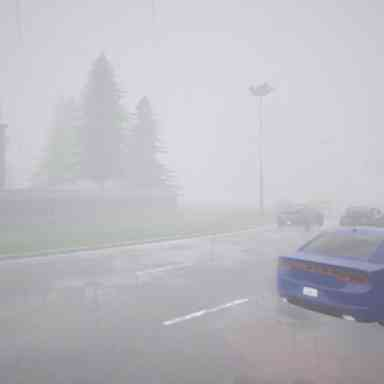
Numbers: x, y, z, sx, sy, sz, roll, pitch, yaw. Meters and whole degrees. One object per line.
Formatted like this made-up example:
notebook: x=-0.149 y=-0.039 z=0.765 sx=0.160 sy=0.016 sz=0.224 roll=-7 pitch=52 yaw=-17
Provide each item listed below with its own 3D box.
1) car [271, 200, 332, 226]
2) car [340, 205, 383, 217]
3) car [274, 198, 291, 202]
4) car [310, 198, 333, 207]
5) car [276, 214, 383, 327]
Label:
car: x=6.766 y=1.499 z=20.477 sx=2.128 sy=1.511 sz=4.902 roll=0 pitch=0 yaw=35
car: x=9.395 y=1.489 z=18.176 sx=1.837 sy=1.490 sz=4.892 roll=1 pitch=1 yaw=35
car: x=11.993 y=1.557 z=43.781 sx=1.812 sy=1.442 sz=4.674 roll=0 pitch=0 yaw=-8
car: x=15.724 y=1.477 z=41.658 sx=1.882 sy=1.535 sz=5.008 roll=0 pitch=0 yaw=-3
car: x=3.824 y=1.472 z=7.073 sx=5.008 sy=1.535 sz=1.882 roll=-1 pitch=0 yaw=-41
